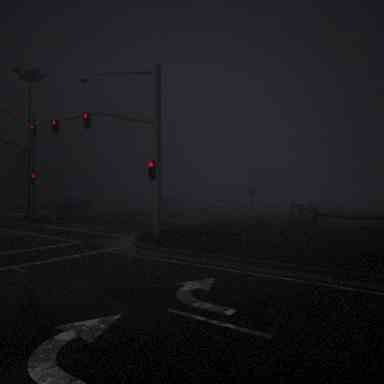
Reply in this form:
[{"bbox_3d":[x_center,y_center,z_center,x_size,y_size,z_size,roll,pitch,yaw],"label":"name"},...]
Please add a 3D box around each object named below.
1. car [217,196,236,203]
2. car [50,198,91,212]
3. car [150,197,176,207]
[{"bbox_3d":[7.167,1.548,68.736,2.033,1.411,5.357,0,0,36],"label":"car"},{"bbox_3d":[-14.060,1.491,38.733,2.128,1.511,4.902,0,0,35],"label":"car"},{"bbox_3d":[-4.492,1.506,52.379,1.837,1.490,4.892,0,0,35],"label":"car"}]
